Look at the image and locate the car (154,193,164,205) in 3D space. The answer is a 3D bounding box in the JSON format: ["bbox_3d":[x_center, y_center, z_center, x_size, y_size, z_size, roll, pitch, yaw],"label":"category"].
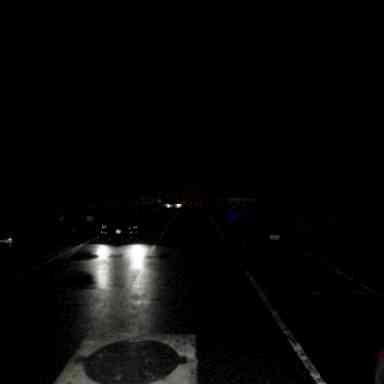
[{"bbox_3d":[-5.847,1.289,52.133,1.752,1.417,4.829,0,0,0],"label":"car"}]

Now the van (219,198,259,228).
[{"bbox_3d":[2.670,1.237,18.447,1.690,1.788,3.998,0,0,0],"label":"van"}]

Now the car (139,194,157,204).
[{"bbox_3d":[-5.856,1.331,40.820,1.752,1.417,4.829,0,0,1],"label":"car"}]

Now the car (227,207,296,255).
[{"bbox_3d":[2.669,1.491,12.810,1.947,1.339,4.313,0,0,0],"label":"car"}]

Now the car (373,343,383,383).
[{"bbox_3d":[2.667,1.430,1.531,1.967,1.590,4.097,0,0,0],"label":"car"}]

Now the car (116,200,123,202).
[{"bbox_3d":[-5.853,1.310,24.104,1.967,1.590,4.097,0,0,0],"label":"car"}]

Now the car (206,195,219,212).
[{"bbox_3d":[2.676,1.351,35.572,1.752,1.417,4.829,0,0,1],"label":"car"}]

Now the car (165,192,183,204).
[{"bbox_3d":[-3.043,1.222,56.684,1.882,1.535,5.008,0,0,0],"label":"car"}]

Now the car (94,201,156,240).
[{"bbox_3d":[-3.097,1.411,16.392,1.837,1.490,4.892,0,0,0],"label":"car"}]

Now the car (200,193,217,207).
[{"bbox_3d":[2.678,1.101,46.639,2.192,1.841,5.009,0,0,0],"label":"car"}]

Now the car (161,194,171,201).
[{"bbox_3d":[-5.839,1.235,74.864,1.802,1.307,4.206,0,0,0],"label":"car"}]

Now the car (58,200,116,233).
[{"bbox_3d":[-5.855,1.336,18.466,1.967,1.590,4.097,0,0,0],"label":"car"}]

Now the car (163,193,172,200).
[{"bbox_3d":[-5.837,1.062,80.505,1.967,1.590,4.097,0,0,0],"label":"car"}]

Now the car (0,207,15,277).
[{"bbox_3d":[-5.857,1.272,7.185,2.192,1.841,5.009,0,0,0],"label":"car"}]

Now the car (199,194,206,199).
[{"bbox_3d":[2.690,1.171,86.118,1.802,1.307,4.206,0,0,0],"label":"car"}]

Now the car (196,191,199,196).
[{"bbox_3d":[2.689,1.062,80.477,1.967,1.590,4.097,0,0,0],"label":"car"}]

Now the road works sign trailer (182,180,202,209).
[{"bbox_3d":[0.010,0.269,41.103,2.380,3.560,2.880,0,0,0],"label":"road works sign trailer"}]
